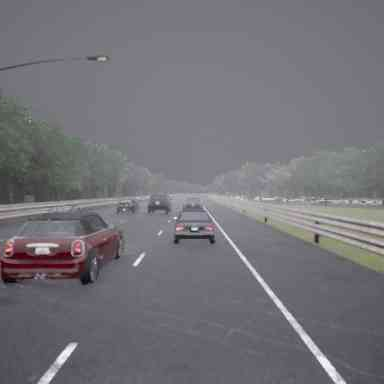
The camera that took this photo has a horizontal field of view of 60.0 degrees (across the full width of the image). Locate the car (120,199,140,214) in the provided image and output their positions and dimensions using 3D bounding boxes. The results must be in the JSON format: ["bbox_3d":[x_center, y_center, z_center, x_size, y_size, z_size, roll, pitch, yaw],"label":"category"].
[{"bbox_3d":[-6.899,1.534,36.380,1.837,1.490,4.892,0,0,0],"label":"car"}]

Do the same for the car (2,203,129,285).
[{"bbox_3d":[-3.402,1.354,9.686,2.097,1.767,4.553,0,0,0],"label":"car"}]

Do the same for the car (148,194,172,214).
[{"bbox_3d":[-3.399,1.249,35.661,2.150,2.045,5.566,0,0,0],"label":"car"}]

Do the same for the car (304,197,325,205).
[{"bbox_3d":[24.507,1.794,66.814,1.837,1.490,4.892,0,0,-22],"label":"car"}]

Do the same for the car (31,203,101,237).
[{"bbox_3d":[-6.908,1.468,18.921,2.128,1.511,4.902,0,0,0],"label":"car"}]

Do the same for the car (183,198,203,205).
[{"bbox_3d":[0.102,1.381,36.036,2.097,1.767,4.553,0,0,0],"label":"car"}]

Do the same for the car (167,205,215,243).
[{"bbox_3d":[0.103,1.553,16.096,2.033,1.411,5.357,0,0,0],"label":"car"}]
